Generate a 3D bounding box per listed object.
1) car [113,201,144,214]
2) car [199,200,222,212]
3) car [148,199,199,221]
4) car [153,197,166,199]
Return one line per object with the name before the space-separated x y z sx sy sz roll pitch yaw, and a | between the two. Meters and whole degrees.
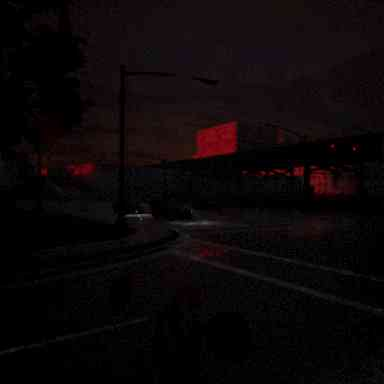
car | -7.357 1.733 37.767 2.033 1.411 5.357 1 0 -33
car | 1.775 1.777 43.273 1.882 1.535 5.008 1 0 -34
car | -1.835 1.655 29.485 1.882 1.535 5.008 1 0 -34
car | -6.283 1.705 61.520 2.097 1.767 4.553 1 0 -34
